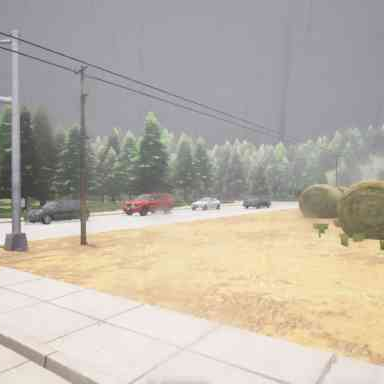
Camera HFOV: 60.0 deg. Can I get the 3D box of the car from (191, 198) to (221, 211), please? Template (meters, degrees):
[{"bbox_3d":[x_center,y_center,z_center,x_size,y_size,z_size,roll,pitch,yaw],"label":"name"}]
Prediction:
[{"bbox_3d":[1.778,1.431,40.310,1.812,1.442,4.674,0,0,37],"label":"car"}]

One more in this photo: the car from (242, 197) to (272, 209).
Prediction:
[{"bbox_3d":[8.466,1.411,43.123,2.033,1.411,5.357,0,0,37],"label":"car"}]

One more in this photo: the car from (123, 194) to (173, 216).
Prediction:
[{"bbox_3d":[-4.135,1.180,32.369,2.150,2.045,5.566,0,0,37],"label":"car"}]

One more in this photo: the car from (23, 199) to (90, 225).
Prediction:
[{"bbox_3d":[-9.918,1.362,24.592,2.097,1.767,4.553,0,0,37],"label":"car"}]
